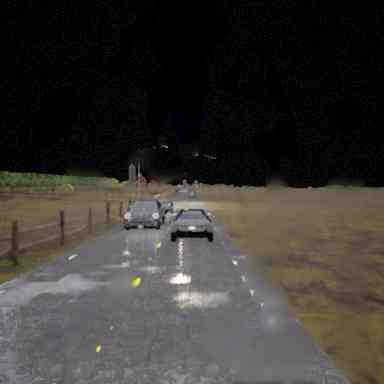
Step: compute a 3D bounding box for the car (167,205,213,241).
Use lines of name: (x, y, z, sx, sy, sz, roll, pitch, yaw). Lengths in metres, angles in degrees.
car: (-0.001, 1.529, 16.576, 1.994, 1.385, 4.181, 0, 0, 0)

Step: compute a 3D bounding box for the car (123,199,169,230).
car: (-2.779, 1.280, 20.349, 2.097, 1.767, 4.553, 0, 1, 0)

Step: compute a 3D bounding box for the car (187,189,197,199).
car: (-0.005, 0.693, 73.378, 2.128, 1.511, 4.902, 0, 1, 0)

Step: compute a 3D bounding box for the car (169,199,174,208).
car: (-2.784, 1.349, 32.692, 1.994, 1.385, 4.181, 0, 1, 0)
